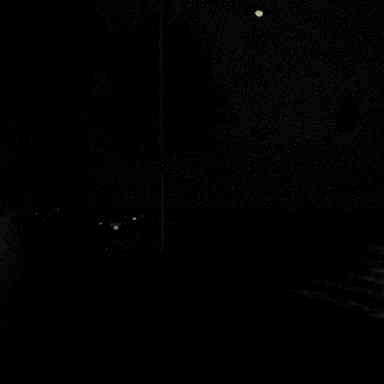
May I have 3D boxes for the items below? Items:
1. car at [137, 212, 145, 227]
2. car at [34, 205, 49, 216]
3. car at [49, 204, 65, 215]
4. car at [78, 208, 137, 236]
[{"bbox_3d":[-5.205,1.904,25.169,1.994,1.385,4.181,0,-1,-34],"label":"car"},{"bbox_3d":[-19.513,2.360,41.193,1.895,1.301,4.718,0,-1,-34],"label":"car"},{"bbox_3d":[-18.631,2.357,44.987,2.033,1.411,5.357,0,-1,-34],"label":"car"},{"bbox_3d":[-5.575,1.766,20.458,2.128,1.511,4.902,0,-1,-34],"label":"car"}]
